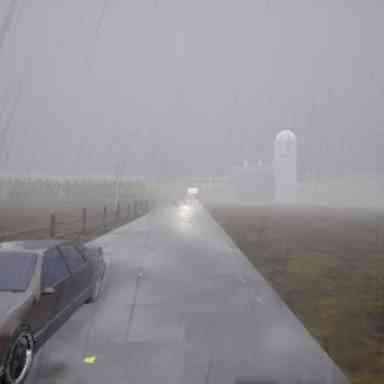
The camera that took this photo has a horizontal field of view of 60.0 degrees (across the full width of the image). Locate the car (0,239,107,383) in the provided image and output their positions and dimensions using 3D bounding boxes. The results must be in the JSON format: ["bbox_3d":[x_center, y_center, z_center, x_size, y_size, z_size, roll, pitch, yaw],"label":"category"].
[{"bbox_3d":[-2.851,1.551,5.466,2.033,1.411,5.357,0,0,0],"label":"car"}]

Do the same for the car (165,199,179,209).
[{"bbox_3d":[-2.850,1.675,48.092,2.033,1.411,5.357,0,0,0],"label":"car"}]

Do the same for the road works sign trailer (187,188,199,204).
[{"bbox_3d":[0.158,0.796,75.252,2.380,3.560,2.880,0,-1,-4],"label":"road works sign trailer"}]
